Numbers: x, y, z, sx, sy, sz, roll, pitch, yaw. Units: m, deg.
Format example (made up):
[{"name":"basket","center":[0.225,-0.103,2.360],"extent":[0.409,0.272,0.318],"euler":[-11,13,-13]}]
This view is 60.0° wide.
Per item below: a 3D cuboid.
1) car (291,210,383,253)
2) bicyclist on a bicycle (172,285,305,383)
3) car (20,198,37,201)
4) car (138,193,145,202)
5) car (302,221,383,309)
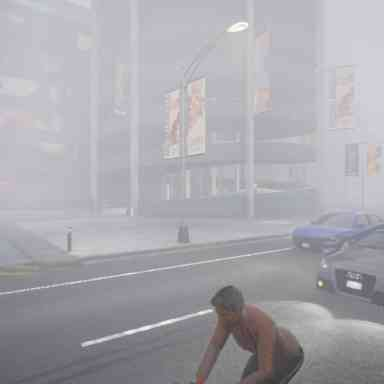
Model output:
[{"name":"car","center":[5.803,1.478,12.607],"extent":[5.008,1.535,1.882],"euler":[-1,1,-37]},{"name":"bicyclist on a bicycle","center":[0.391,1.454,2.338],"extent":[1.656,1.620,0.582],"euler":[-2,1,-37]},{"name":"car","center":[-25.669,1.463,52.374],"extent":[1.895,1.301,4.718],"euler":[0,0,-36]},{"name":"car","center":[-11.199,1.029,63.929],"extent":[2.435,2.045,5.566],"euler":[0,0,-36]},{"name":"car","center":[4.651,1.564,7.430],"extent":[4.181,1.385,1.994],"euler":[0,0,-36]}]
